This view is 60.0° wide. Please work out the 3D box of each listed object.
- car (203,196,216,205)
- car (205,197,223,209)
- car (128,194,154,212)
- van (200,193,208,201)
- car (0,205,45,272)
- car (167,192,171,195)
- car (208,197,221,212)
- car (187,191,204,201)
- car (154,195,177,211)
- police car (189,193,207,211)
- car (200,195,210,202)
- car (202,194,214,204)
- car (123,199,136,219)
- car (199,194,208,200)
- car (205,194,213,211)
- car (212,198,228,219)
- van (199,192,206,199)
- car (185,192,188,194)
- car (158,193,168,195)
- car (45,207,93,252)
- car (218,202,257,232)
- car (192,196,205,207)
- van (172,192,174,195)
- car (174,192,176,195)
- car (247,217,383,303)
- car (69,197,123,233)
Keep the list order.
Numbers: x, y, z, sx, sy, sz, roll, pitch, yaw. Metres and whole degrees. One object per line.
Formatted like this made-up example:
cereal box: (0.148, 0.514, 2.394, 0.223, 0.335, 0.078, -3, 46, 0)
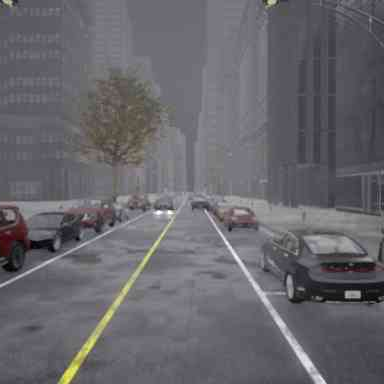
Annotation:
car: (2.760, 1.327, 53.310, 2.008, 1.369, 4.403, 0, 0, 0)
car: (2.760, 1.387, 41.956, 1.947, 1.339, 4.313, 0, 0, 0)
car: (-5.765, 1.158, 36.268, 2.192, 1.841, 5.009, 0, 0, 0)
van: (2.759, 1.031, 76.021, 1.690, 1.788, 3.998, 0, 0, 0)
car: (-5.764, 1.280, 7.882, 2.192, 1.841, 5.009, 0, 0, 0)
car: (-5.766, 1.048, 64.656, 2.192, 1.841, 5.009, 0, 0, 0)
car: (2.760, 1.449, 30.600, 1.802, 1.307, 4.206, 0, 0, 0)
car: (0.728, 1.124, 53.294, 2.097, 1.767, 4.553, 0, 0, 0)
car: (-3.094, 1.401, 37.902, 1.994, 1.385, 4.181, 0, 0, 0)
police car: (0.899, 1.264, 37.442, 1.930, 1.638, 5.238, 0, 0, 0)
car: (2.759, 1.262, 70.343, 2.008, 1.369, 4.403, 0, 0, 0)
car: (2.759, 1.195, 58.987, 1.967, 1.590, 4.097, 0, 0, 0)
car: (-5.764, 1.441, 24.915, 2.008, 1.369, 4.403, 0, 0, 0)
car: (2.759, 1.214, 81.699, 1.887, 1.381, 4.507, 0, 0, 0)
car: (2.760, 1.284, 36.278, 1.967, 1.590, 4.097, 0, 0, 0)
car: (2.761, 1.415, 25.093, 1.752, 1.417, 4.829, 0, 0, 0)
van: (2.759, 0.990, 87.375, 1.690, 1.788, 3.998, 0, 0, 0)
car: (-0.002, 1.293, 70.961, 1.895, 1.301, 4.718, 0, 0, 0)
car: (-5.765, 1.337, 58.979, 1.802, 1.307, 4.206, 0, 0, 0)
car: (-5.764, 1.505, 13.561, 1.947, 1.339, 4.313, 0, 0, 0)
car: (2.761, 1.497, 19.245, 1.802, 1.307, 4.206, 0, 0, 0)
car: (0.899, 1.326, 47.333, 1.812, 1.442, 4.674, 0, 0, 0)
van: (-5.766, 1.031, 76.011, 1.690, 1.788, 3.998, 0, 0, 0)
car: (-5.766, 1.231, 87.366, 1.802, 1.307, 4.206, 0, 0, 0)
car: (2.761, 1.515, 7.890, 2.008, 1.369, 4.403, 0, 0, 0)
car: (-5.764, 1.230, 19.237, 2.192, 1.841, 5.009, 0, 0, 0)
